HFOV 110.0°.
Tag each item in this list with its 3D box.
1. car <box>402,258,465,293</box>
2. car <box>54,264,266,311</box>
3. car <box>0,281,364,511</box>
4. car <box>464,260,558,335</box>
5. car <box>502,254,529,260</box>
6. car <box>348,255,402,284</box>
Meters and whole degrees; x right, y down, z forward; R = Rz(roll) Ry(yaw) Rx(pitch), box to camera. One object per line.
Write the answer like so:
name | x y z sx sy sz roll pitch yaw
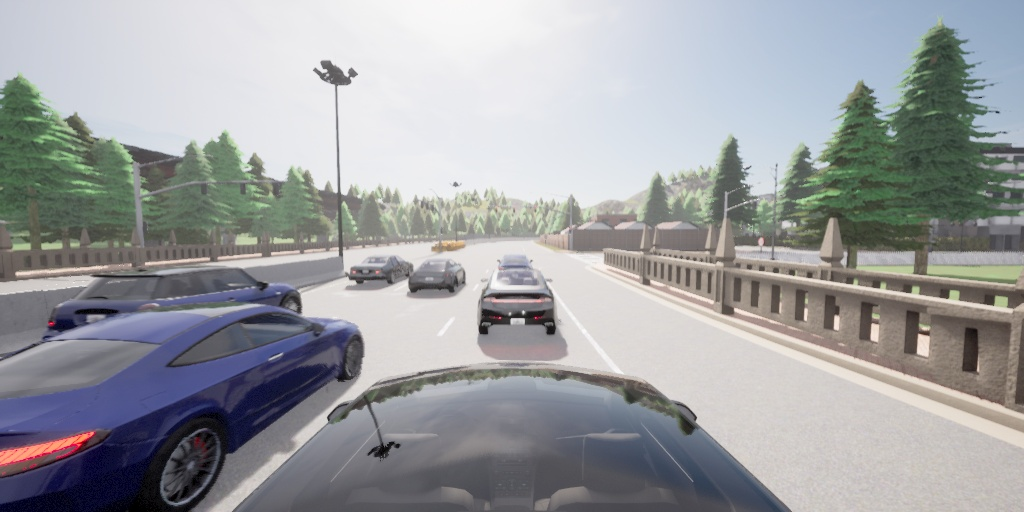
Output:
car | -3.347 0.793 16.649 1.994 1.385 4.181 0 3 1
car | -6.875 0.995 8.065 2.097 1.767 4.553 0 2 0
car | -3.392 1.257 4.105 1.812 1.442 4.674 0 1 0
car | 0.131 1.066 9.923 2.128 1.511 4.902 0 2 0
car | 0.165 0.624 18.922 1.812 1.442 4.674 0 3 0
car | -6.832 0.625 19.268 2.033 1.411 5.357 0 3 0
